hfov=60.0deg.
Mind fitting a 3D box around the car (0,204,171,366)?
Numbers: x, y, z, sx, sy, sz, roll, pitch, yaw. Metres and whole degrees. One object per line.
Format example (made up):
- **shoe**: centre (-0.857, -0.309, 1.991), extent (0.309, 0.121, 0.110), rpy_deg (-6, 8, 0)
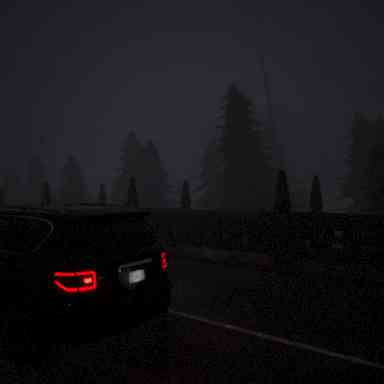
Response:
- **car**: centre (-2.931, 1.245, 6.083), extent (5.566, 2.045, 2.150), rpy_deg (0, 0, 36)
